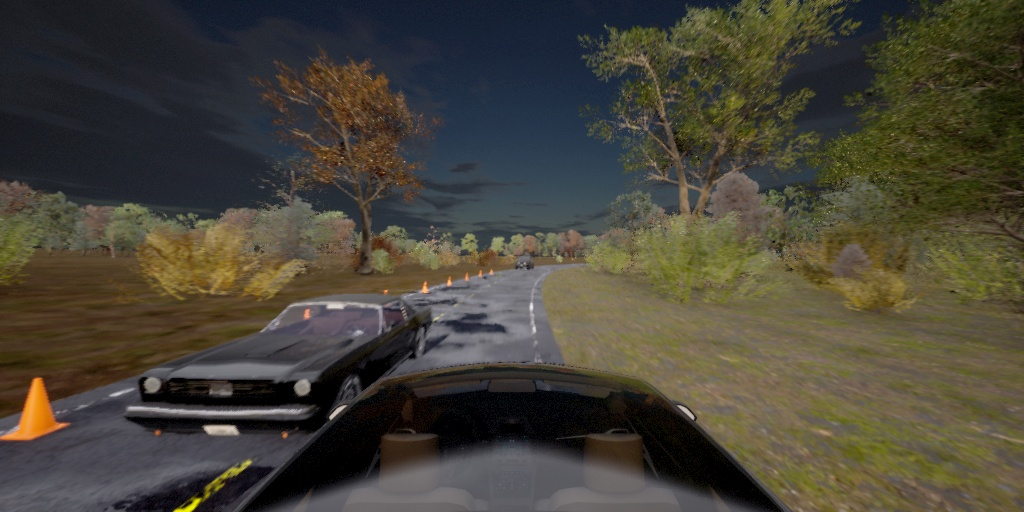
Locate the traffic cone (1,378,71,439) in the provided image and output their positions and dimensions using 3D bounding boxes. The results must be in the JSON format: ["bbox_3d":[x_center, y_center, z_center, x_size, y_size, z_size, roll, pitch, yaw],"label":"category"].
[{"bbox_3d":[-5.234,1.643,3.954,0.340,0.580,0.340,0,0,0],"label":"traffic cone"}]

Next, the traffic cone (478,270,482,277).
[{"bbox_3d":[-3.015,1.671,34.216,0.340,0.580,0.340,0,0,8],"label":"traffic cone"}]

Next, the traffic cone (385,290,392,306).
[{"bbox_3d":[-4.951,1.648,14.071,0.340,0.580,0.340,0,0,3],"label":"traffic cone"}]

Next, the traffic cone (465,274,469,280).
[{"bbox_3d":[-3.669,1.664,29.197,0.340,0.580,0.340,0,0,7],"label":"traffic cone"}]

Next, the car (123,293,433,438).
[{"bbox_3d":[-2.676,1.319,5.547,1.895,1.301,4.718,1,0,1],"label":"car"}]

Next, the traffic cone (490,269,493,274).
[{"bbox_3d":[-2.247,1.680,39.218,0.340,0.580,0.340,0,0,9],"label":"traffic cone"}]

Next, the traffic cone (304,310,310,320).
[{"bbox_3d":[-5.150,1.645,9.014,0.340,0.580,0.340,0,0,2],"label":"traffic cone"}]

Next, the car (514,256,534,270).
[{"bbox_3d":[1.916,0.991,53.698,2.150,2.045,5.566,1,0,12],"label":"car"}]

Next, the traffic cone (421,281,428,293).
[{"bbox_3d":[-4.637,1.652,19.123,0.340,0.580,0.340,0,0,4],"label":"traffic cone"}]

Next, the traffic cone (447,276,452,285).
[{"bbox_3d":[-4.211,1.657,24.165,0.340,0.580,0.340,0,0,5],"label":"traffic cone"}]
